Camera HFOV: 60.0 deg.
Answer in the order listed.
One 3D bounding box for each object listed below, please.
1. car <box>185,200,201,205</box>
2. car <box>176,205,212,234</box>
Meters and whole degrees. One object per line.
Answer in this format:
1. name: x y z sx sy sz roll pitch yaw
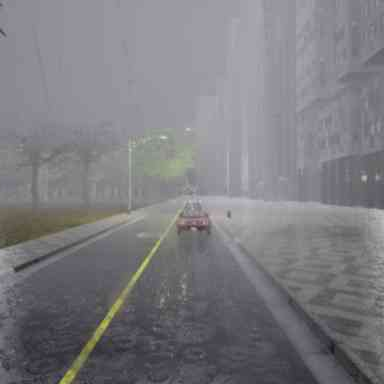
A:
1. car: 0.112 1.643 39.284 2.128 1.511 4.902 0 0 0
2. car: 0.106 1.665 19.646 1.895 1.301 4.718 0 0 0
